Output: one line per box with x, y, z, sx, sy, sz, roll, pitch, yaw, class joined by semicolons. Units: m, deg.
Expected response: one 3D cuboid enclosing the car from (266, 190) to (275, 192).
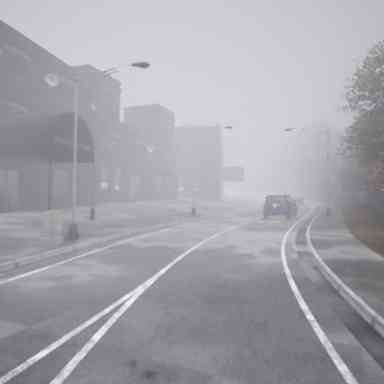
15.555;0.708;65.449;2.150;2.045;5.566;0;2;7;car

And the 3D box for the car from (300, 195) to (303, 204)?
17.381;1.166;55.278;1.882;1.535;5.008;0;1;14;car

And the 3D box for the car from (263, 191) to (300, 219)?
7.628;1.225;28.618;2.150;2.045;5.566;0;0;24;car
